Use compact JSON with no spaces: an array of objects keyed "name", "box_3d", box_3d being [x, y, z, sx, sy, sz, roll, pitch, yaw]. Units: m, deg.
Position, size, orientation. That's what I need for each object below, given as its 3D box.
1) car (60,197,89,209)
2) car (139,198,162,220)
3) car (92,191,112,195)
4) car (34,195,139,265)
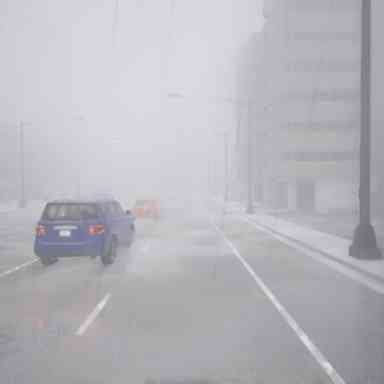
[{"name":"car","box_3d":[-14.498,1.324,41.364,1.895,1.301,4.718,0,2,0]},{"name":"car","box_3d":[-3.688,1.317,27.795,2.097,1.767,4.553,0,1,0]},{"name":"car","box_3d":[-10.990,0.971,39.949,2.150,2.045,5.566,0,2,0]},{"name":"car","box_3d":[-3.526,1.247,11.889,2.150,2.045,5.566,0,0,0]}]
